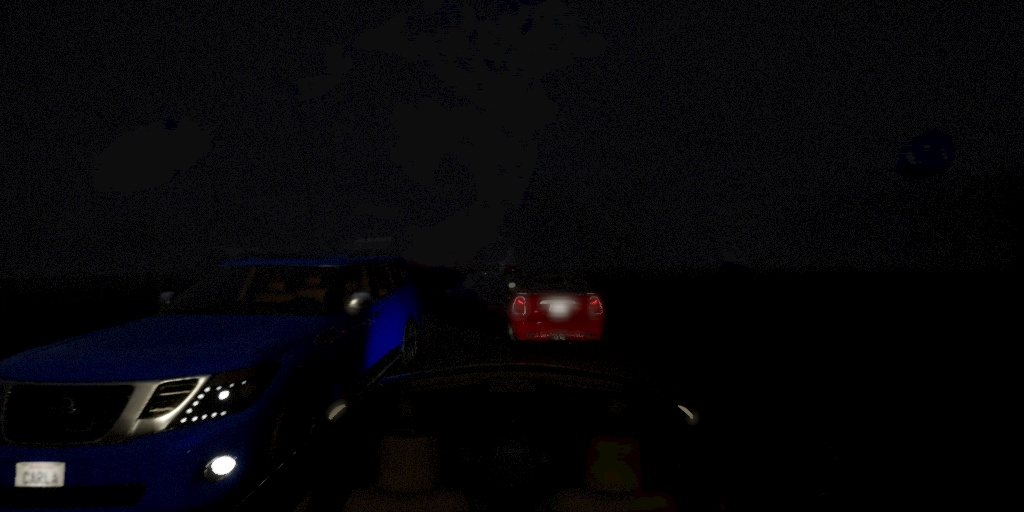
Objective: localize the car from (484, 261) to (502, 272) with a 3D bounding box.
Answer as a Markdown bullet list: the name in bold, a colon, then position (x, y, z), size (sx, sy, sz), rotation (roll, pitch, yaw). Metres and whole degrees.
- **car**: position (-2.812, 1.469, 49.864), size (1.882, 1.535, 5.008), rotation (0, -1, 0)

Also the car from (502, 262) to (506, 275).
- **car**: position (0.113, 1.370, 40.597), size (1.882, 1.535, 5.008), rotation (0, 0, 0)

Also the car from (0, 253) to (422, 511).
- **car**: position (-2.848, 0.971, 4.930), size (2.150, 2.045, 5.566), rotation (0, 0, 0)

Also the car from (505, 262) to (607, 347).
- **car**: position (0.967, 1.108, 9.453), size (2.097, 1.767, 4.553), rotation (0, 0, 0)
